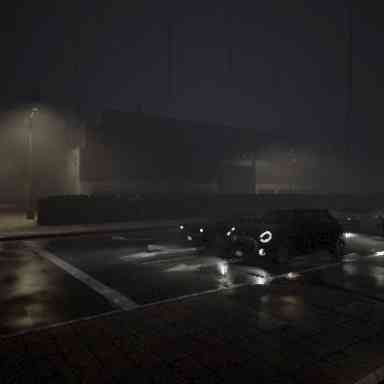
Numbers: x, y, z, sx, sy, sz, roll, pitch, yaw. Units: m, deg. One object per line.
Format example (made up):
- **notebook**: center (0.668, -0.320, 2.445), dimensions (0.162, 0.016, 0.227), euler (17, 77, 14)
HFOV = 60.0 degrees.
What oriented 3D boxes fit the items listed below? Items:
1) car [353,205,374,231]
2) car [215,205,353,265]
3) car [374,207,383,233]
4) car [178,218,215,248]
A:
- **car**: center (10.243, 1.525, 20.744), dimensions (4.674, 1.442, 1.812), euler (0, 0, -35)
- **car**: center (3.326, 1.351, 11.760), dimensions (4.553, 1.767, 2.097), euler (0, 0, -35)
- **car**: center (12.084, 1.478, 17.759), dimensions (5.008, 1.535, 1.882), euler (0, 0, -35)
- **car**: center (1.733, 1.601, 14.906), dimensions (4.718, 1.301, 1.895), euler (0, 0, -34)
